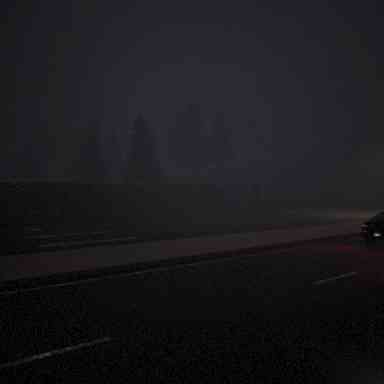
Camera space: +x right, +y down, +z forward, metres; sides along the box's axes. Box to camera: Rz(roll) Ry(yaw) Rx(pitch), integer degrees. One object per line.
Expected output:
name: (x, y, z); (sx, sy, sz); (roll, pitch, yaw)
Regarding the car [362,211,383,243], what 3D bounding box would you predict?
car: (9.305, 1.525, 14.683); (4.674, 1.442, 1.812); (0, 0, -35)
